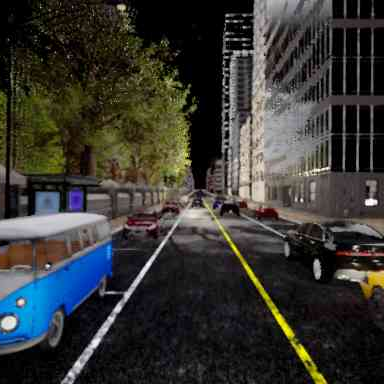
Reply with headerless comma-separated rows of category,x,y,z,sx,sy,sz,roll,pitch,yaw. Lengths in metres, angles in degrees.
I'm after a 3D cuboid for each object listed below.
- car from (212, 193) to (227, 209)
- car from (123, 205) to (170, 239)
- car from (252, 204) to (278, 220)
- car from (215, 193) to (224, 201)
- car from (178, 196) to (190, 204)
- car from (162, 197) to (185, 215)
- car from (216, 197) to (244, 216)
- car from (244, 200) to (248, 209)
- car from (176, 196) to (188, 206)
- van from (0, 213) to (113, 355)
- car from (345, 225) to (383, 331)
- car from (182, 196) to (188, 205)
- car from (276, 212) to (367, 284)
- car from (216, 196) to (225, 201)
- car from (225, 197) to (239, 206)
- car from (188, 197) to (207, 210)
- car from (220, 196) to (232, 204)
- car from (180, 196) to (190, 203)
car,3.825,1.393,44.834,2.097,1.767,4.553,1,0,1
car,-2.393,1.568,17.199,1.802,1.307,4.206,1,0,1
car,6.200,1.656,28.388,1.802,1.307,4.206,1,0,1
car,7.386,1.322,90.871,2.192,1.841,5.009,1,0,1
car,-1.534,1.518,62.654,2.008,1.369,4.403,1,0,1
car,-2.070,1.533,34.244,1.887,1.381,4.507,1,0,1
car,3.626,1.550,32.859,1.837,1.490,4.892,1,0,2
car,6.523,1.614,45.429,1.887,1.381,4.507,1,0,1
car,-1.644,1.499,56.801,1.752,1.417,4.829,1,0,1
van,-2.604,1.320,5.835,1.690,1.788,3.998,1,0,1
car,3.944,1.499,3.905,1.801,1.575,5.366,1,0,1
car,-1.856,1.534,45.608,2.008,1.369,4.403,1,0,1
car,4.053,1.554,9.713,1.837,1.490,4.892,1,0,1
car,7.273,1.600,85.190,1.802,1.307,4.206,1,0,1
car,6.737,1.625,56.789,1.947,1.339,4.313,1,0,1
car,0.808,1.516,44.467,1.837,1.490,4.892,1,0,1
car,6.952,1.596,68.151,2.008,1.369,4.403,1,0,1
car,-1.427,1.511,68.336,2.008,1.369,4.403,1,0,1
